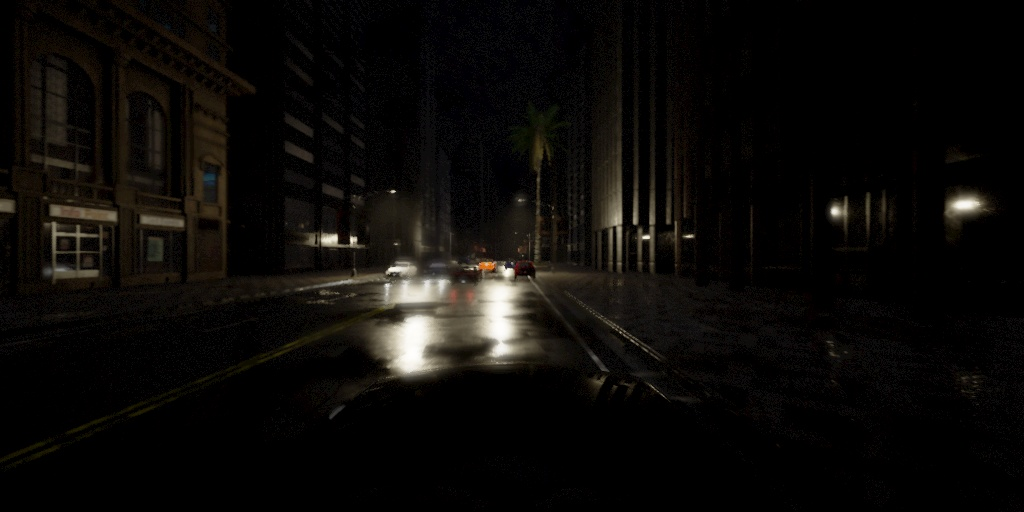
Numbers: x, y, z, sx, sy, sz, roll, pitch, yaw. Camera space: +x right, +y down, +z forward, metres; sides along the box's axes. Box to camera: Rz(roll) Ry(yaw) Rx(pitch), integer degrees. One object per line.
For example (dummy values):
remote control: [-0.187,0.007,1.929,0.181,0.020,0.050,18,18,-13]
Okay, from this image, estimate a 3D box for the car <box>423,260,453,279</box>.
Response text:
car: [-6.585,1.324,32.072,1.994,1.385,4.181,0,0,0]

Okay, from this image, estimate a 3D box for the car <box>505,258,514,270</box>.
car: [0.012,1.133,52.893,2.097,1.767,4.553,0,0,0]

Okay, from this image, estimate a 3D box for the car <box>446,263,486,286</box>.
car: [-3.145,1.357,25.472,1.895,1.301,4.718,0,0,0]

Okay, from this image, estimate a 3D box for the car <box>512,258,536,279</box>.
car: [1.143,1.239,32.977,1.882,1.535,5.008,0,0,0]

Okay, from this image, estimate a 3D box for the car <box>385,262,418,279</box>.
car: [-9.835,1.286,32.324,1.812,1.442,4.674,0,0,0]

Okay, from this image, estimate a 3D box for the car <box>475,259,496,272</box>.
car: [-3.142,1.126,46.404,2.097,1.767,4.553,0,0,0]
